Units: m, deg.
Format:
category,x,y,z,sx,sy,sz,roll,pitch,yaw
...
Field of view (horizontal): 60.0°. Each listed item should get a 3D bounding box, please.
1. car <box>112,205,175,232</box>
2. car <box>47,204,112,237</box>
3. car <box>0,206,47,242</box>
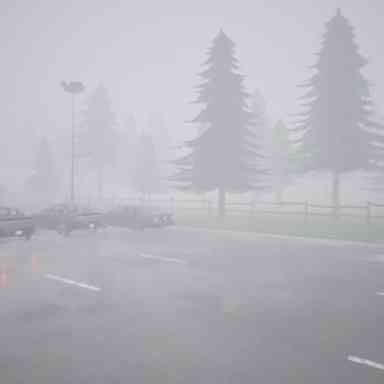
category,x,y,z,sx,sy,sz,roll,pitch,yaw
car,-3.498,1.450,19.382,5.357,1.411,2.033,0,0,35
car,-6.804,1.383,17.442,4.902,1.511,2.128,0,0,36
car,-8.837,1.383,14.592,4.902,1.511,2.128,0,0,36
